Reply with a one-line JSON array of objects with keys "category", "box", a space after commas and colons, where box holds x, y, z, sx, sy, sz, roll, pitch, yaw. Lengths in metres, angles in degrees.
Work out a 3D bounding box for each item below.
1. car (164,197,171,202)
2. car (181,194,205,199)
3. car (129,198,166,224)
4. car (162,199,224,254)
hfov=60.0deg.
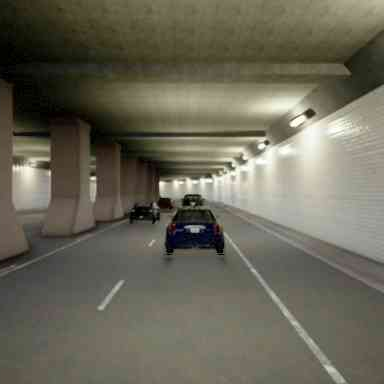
[{"category": "car", "box": [-3.406, 1.445, 43.023, 1.882, 1.535, 5.008, 0, 0, 0]}, {"category": "car", "box": [0.094, 1.197, 32.424, 2.150, 2.045, 5.566, 0, 0, 0]}, {"category": "car", "box": [-3.403, 1.473, 24.723, 2.128, 1.511, 4.902, 0, 0, 0]}, {"category": "car", "box": [0.098, 1.342, 13.585, 2.097, 1.767, 4.553, 0, 0, 0]}]
